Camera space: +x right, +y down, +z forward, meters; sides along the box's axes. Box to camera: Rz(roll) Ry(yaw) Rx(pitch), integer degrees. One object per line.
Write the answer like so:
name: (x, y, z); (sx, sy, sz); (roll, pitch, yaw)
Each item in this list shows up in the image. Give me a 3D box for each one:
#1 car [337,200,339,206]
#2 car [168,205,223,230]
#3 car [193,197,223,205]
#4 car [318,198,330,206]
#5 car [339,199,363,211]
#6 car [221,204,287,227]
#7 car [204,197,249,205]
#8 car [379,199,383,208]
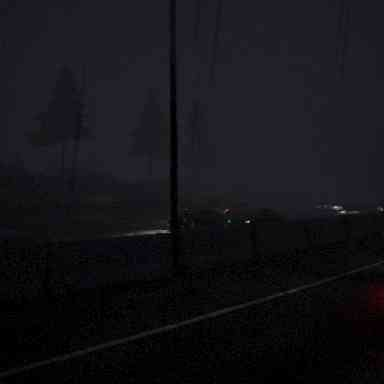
car: (28.353, 1.987, 62.493); (1.895, 1.301, 4.718); (-1, -1, 30)
car: (0.408, 1.793, 22.320); (4.181, 1.385, 1.994); (0, -1, -41)
car: (1.802, 1.548, 33.109); (5.566, 2.045, 2.150); (0, -1, -45)
car: (26.379, 1.982, 66.179); (2.033, 1.411, 5.357); (-1, -1, 28)
car: (21.476, 1.796, 44.456); (1.812, 1.442, 4.674); (-1, 1, 36)
car: (4.248, 1.707, 21.039); (4.674, 1.442, 1.812); (0, -1, -42)
car: (3.633, 1.630, 30.045); (4.553, 1.767, 2.097); (0, -1, -44)
car: (31.221, 1.820, 53.450); (2.033, 1.411, 5.357); (-1, -1, 32)
